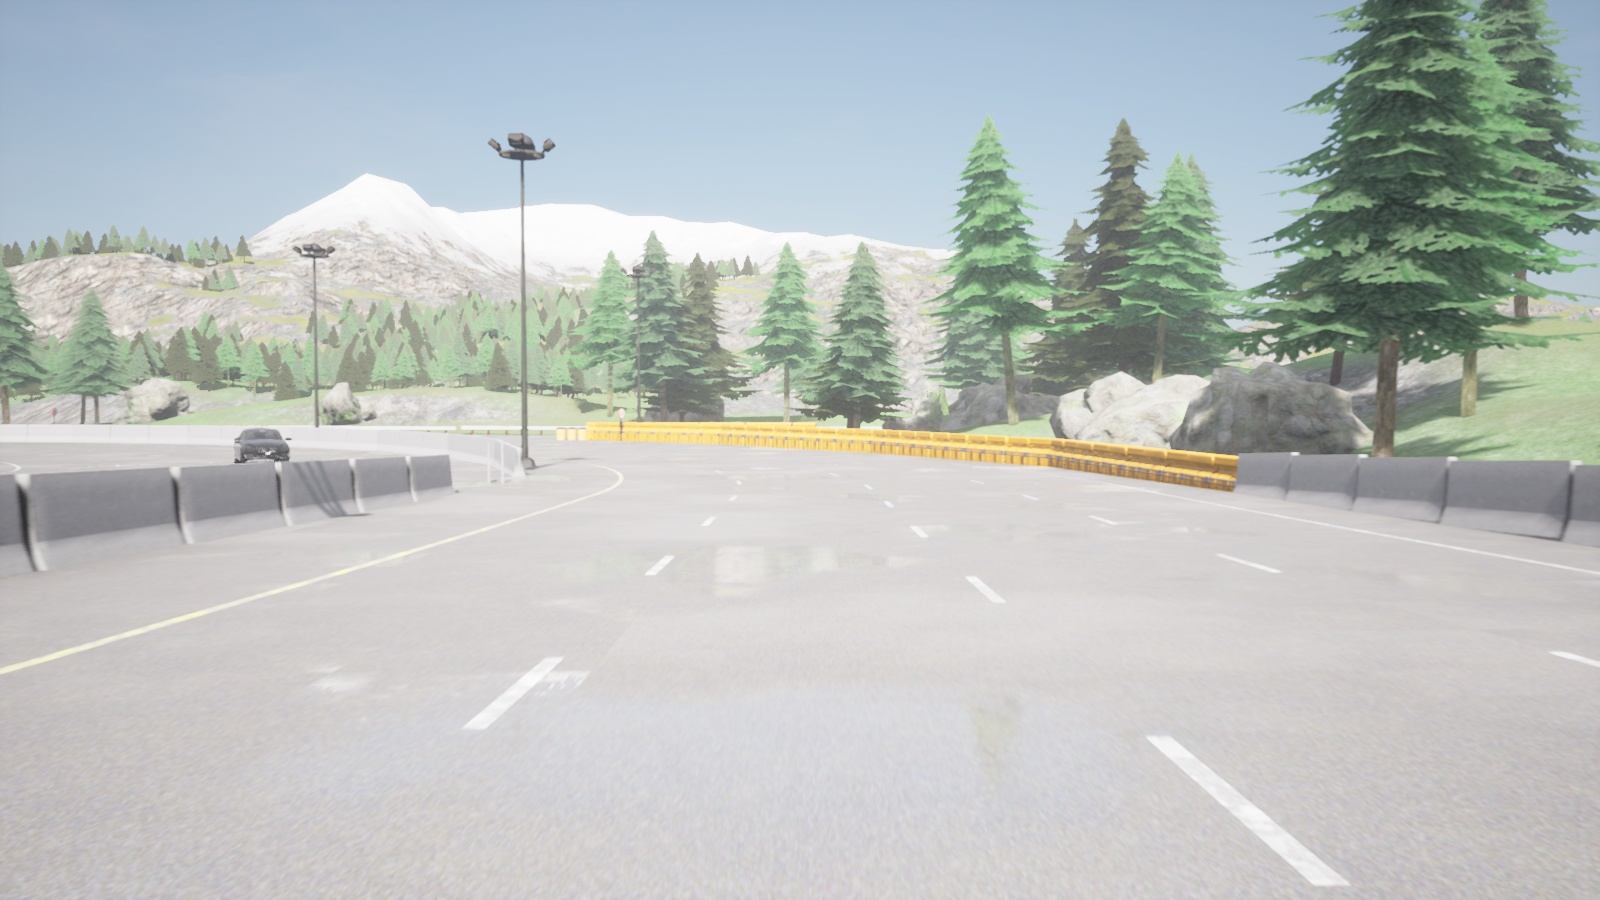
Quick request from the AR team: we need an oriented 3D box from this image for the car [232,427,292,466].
[{"bbox_3d":[-22.354,-0.182,52.052,1.837,1.490,4.892,0,1,-29],"label":"car"}]
